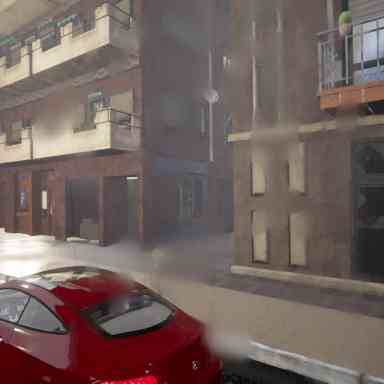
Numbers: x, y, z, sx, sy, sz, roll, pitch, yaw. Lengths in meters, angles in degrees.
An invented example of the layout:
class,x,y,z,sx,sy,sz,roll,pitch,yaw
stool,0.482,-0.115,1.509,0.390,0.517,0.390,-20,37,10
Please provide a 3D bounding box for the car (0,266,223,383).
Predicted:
class,x,y,z,sx,sy,sz,roll,pitch,yaw
car,-1.633,1.583,4.011,4.206,1.307,1.802,0,-1,35
